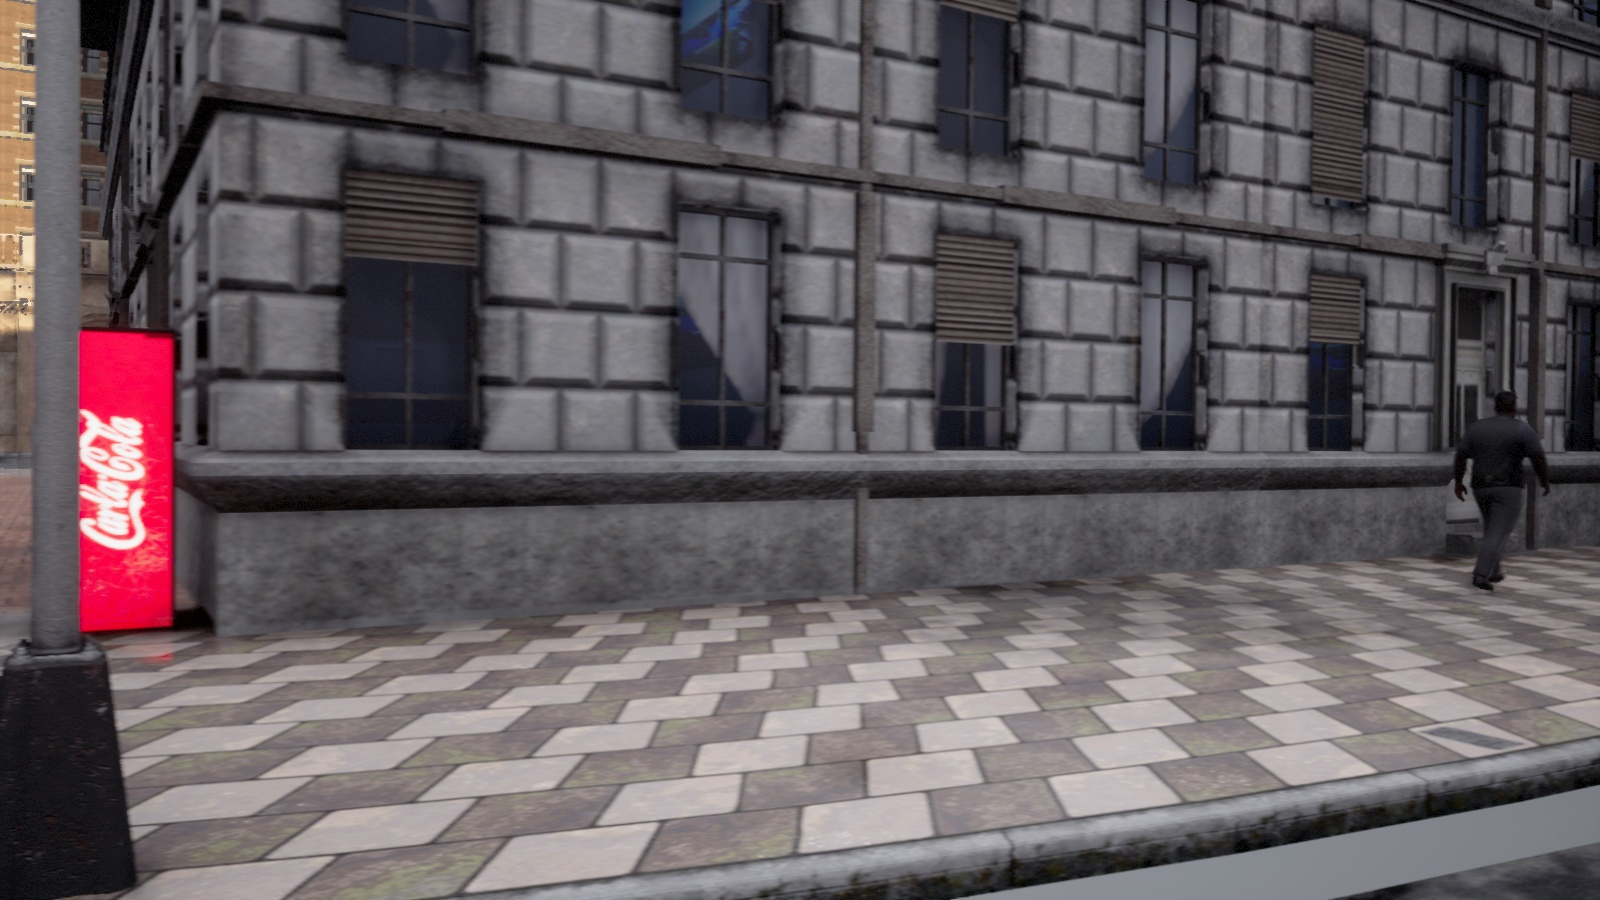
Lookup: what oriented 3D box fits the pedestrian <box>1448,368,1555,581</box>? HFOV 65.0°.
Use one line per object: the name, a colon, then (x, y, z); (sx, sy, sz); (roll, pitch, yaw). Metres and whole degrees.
pedestrian: (6.452, 0.207, 11.545); (0.849, 1.883, 0.563); (-1, 1, -38)
